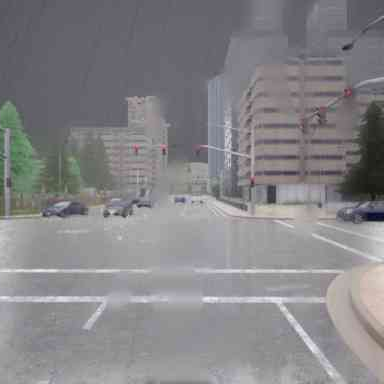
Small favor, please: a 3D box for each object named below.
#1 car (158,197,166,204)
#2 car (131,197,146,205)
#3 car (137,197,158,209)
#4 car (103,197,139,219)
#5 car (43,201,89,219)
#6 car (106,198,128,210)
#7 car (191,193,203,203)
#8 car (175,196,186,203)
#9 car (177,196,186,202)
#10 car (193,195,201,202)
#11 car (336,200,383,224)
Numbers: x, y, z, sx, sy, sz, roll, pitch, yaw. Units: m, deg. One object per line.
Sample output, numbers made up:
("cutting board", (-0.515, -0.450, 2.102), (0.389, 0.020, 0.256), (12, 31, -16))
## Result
("car", (-6.073, 1.564, 62.716), (1.994, 1.385, 4.181), (0, 0, 1))
("car", (-9.606, 1.600, 60.418), (1.895, 1.301, 4.718), (0, 0, 1))
("car", (-6.281, 1.547, 45.538), (2.033, 1.411, 5.357), (0, 0, 1))
("car", (-6.450, 1.492, 29.484), (2.128, 1.511, 4.902), (0, 0, 1))
("car", (-10.979, 1.525, 29.356), (1.812, 1.442, 4.674), (0, 0, 18))
("car", (-9.782, 1.525, 43.520), (1.812, 1.442, 4.674), (0, 0, 0))
("car", (1.024, 1.221, 66.939), (2.150, 2.045, 5.566), (0, 0, 1))
("car", (-2.472, 1.477, 67.289), (1.882, 1.535, 5.008), (0, 0, 1))
("car", (-2.382, 1.593, 76.688), (1.895, 1.301, 4.718), (0, 0, 1))
("car", (1.117, 1.521, 76.625), (1.812, 1.442, 4.674), (0, 0, 1))
("car", (12.943, 1.352, 24.092), (4.553, 1.767, 2.097), (0, 0, 1))
